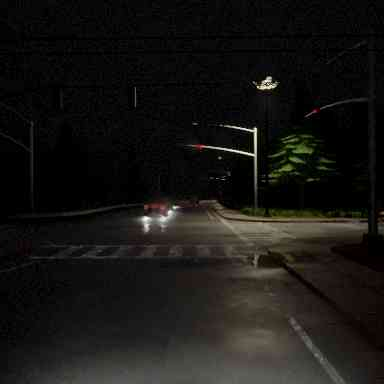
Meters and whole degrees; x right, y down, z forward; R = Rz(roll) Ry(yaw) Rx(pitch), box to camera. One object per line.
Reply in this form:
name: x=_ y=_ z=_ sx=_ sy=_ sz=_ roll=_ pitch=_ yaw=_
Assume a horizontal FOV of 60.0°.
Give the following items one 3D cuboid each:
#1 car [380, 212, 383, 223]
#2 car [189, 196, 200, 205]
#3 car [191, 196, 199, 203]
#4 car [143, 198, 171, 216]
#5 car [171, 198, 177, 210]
car: x=15.168 y=1.484 z=22.040 sx=5.008 sy=1.535 sz=1.882 roll=0 pitch=0 yaw=1
car: x=0.387 y=1.690 z=65.381 sx=1.812 sy=1.442 sz=4.674 roll=0 pitch=0 yaw=2
car: x=0.718 y=1.629 z=75.688 sx=1.837 sy=1.490 sz=4.892 roll=0 pitch=0 yaw=2
car: x=-3.578 y=1.457 z=33.423 sx=2.097 sy=1.767 sz=4.553 roll=0 pitch=0 yaw=0
car: x=-3.552 y=1.628 z=45.615 sx=2.128 sy=1.511 sz=4.902 roll=0 pitch=0 yaw=0
